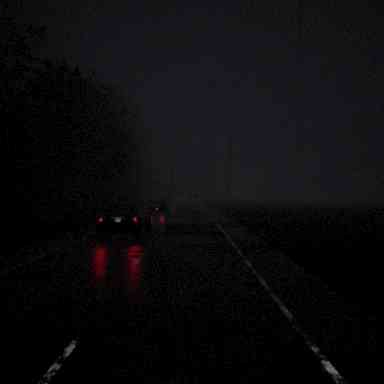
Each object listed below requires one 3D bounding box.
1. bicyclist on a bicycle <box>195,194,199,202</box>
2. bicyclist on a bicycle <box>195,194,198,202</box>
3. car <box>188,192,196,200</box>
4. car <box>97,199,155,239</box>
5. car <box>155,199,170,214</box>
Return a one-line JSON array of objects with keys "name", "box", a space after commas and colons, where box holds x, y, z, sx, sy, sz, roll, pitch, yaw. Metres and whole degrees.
[{"name": "bicyclist on a bicycle", "box": [0.989, 1.261, 64.497, 0.659, 1.776, 1.843, 0, 0, 0]}, {"name": "bicyclist on a bicycle", "box": [0.993, 1.328, 73.591, 0.582, 1.620, 1.656, 0, 0, 0]}, {"name": "car", "box": [0.036, 1.065, 90.303, 2.150, 2.045, 5.566, 0, 0, 0]}, {"name": "car", "box": [-3.392, 1.321, 17.369, 2.097, 1.767, 4.553, 0, 0, 0]}, {"name": "car", "box": [-3.386, 1.431, 34.574, 2.128, 1.511, 4.902, 0, 0, 0]}]
